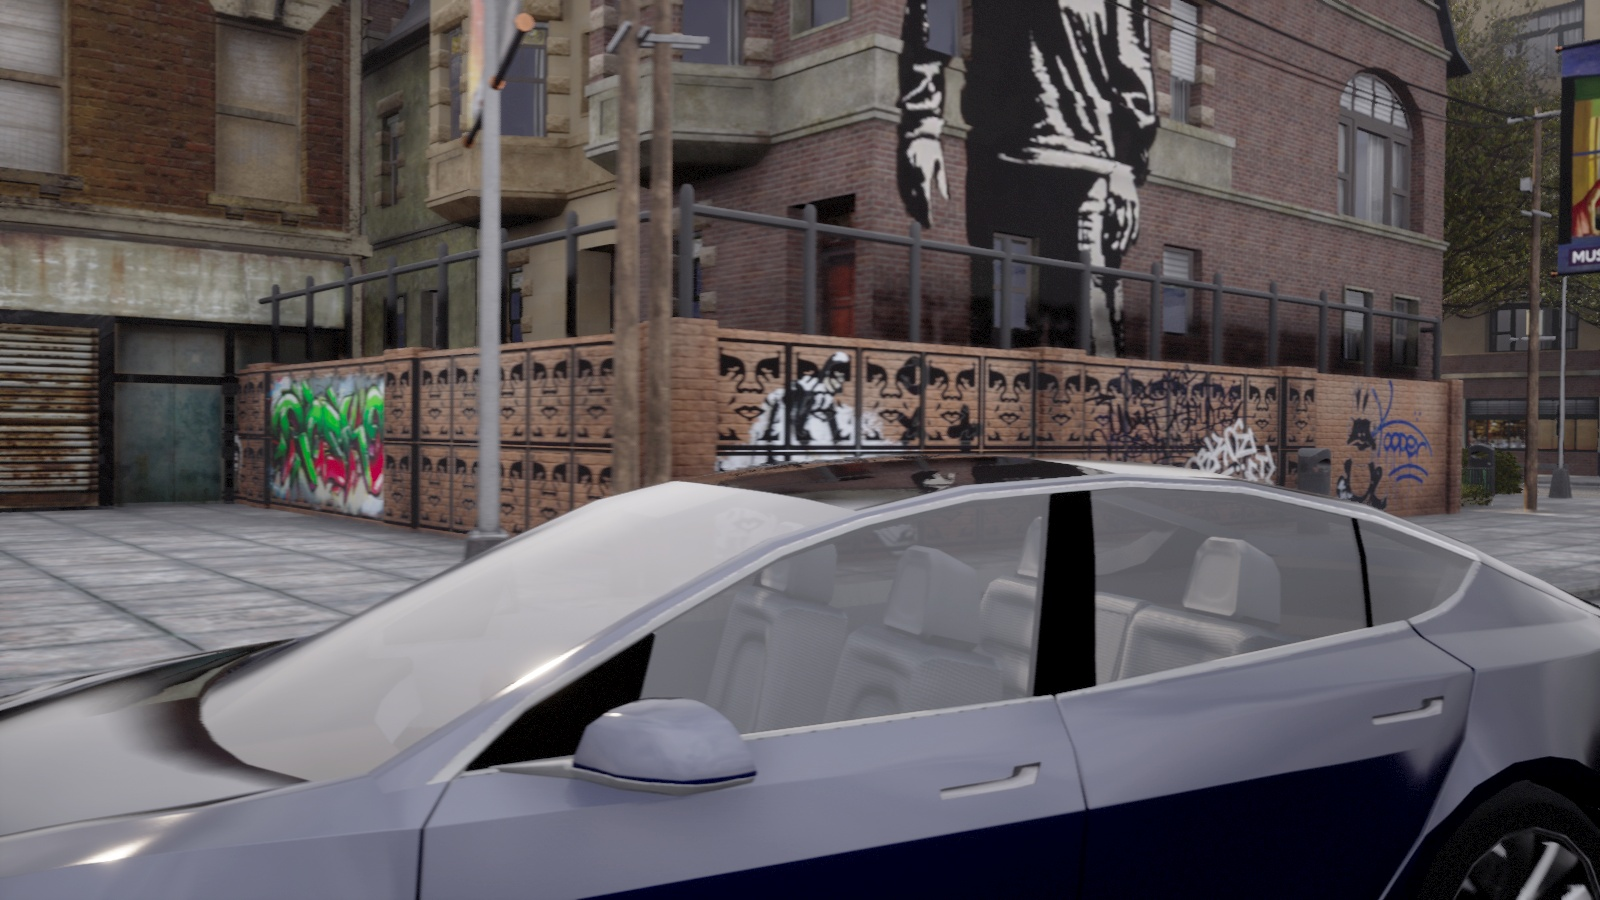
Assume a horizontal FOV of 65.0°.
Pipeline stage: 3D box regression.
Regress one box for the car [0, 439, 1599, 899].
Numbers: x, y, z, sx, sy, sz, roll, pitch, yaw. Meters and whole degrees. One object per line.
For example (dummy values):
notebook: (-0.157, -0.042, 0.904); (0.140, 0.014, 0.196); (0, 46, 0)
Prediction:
car: (0.037, 0.748, 3.230); (4.792, 1.488, 2.163); (-1, 1, -23)
